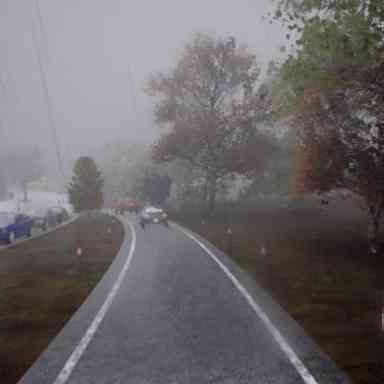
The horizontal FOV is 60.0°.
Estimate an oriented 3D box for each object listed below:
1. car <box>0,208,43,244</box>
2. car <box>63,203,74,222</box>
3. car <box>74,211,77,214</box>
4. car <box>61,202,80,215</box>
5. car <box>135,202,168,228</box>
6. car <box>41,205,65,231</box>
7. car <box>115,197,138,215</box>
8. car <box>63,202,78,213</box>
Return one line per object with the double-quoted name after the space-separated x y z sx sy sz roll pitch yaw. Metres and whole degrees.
-10.364 1.911 18.547 2.097 1.535 5.008 0 -1 -8 "car"
-12.532 2.083 30.383 2.097 1.535 5.008 0 -1 -12 "car"
-13.995 2.198 36.442 2.002 1.452 4.674 0 -1 -14 "car"
-16.971 2.266 46.548 2.097 1.535 5.008 -2 -1 -17 "car"
-2.885 1.729 24.037 1.812 1.442 4.674 0 -1 -13 "car"
-11.370 1.994 24.794 2.231 1.521 4.892 0 -1 -10 "car"
-7.910 1.594 40.109 2.150 2.045 5.566 -1 -1 -22 "car"
-19.181 2.402 52.279 2.002 1.452 4.674 1 -1 -22 "car"
